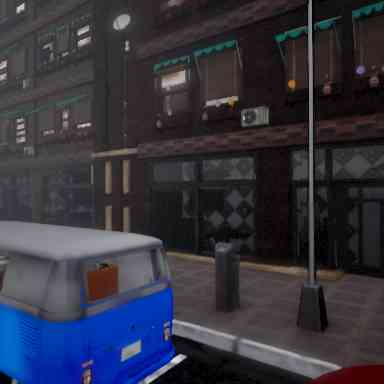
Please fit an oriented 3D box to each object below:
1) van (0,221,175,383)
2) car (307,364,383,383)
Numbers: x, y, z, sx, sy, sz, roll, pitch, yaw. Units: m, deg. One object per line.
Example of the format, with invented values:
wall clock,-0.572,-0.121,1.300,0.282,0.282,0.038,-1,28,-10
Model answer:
van,-2.106,1.339,4.384,3.998,1.788,1.690,0,0,36
car,2.503,1.541,1.096,4.507,1.381,1.887,0,0,35
